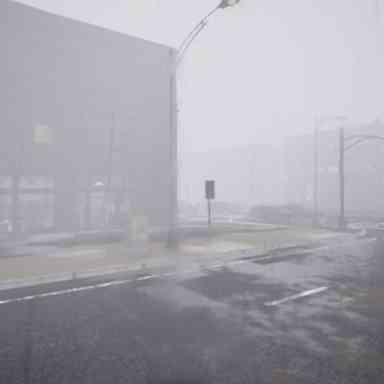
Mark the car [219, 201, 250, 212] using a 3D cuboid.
[{"bbox_3d":[5.780,1.896,45.245,1.802,1.307,4.206,-2,0,-35],"label":"car"}]

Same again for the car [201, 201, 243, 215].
[{"bbox_3d":[3.584,1.829,38.360,1.837,1.490,4.892,-1,0,-36],"label":"car"}]

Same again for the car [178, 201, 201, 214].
[{"bbox_3d":[-1.049,1.841,40.383,1.967,1.590,4.097,-2,0,-35],"label":"car"}]

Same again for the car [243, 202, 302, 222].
[{"bbox_3d":[6.900,1.809,29.007,1.947,1.339,4.313,-2,0,-35],"label":"car"}]

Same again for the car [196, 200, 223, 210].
[{"bbox_3d":[2.572,1.959,49.754,1.802,1.307,4.206,-2,0,-35],"label":"car"}]

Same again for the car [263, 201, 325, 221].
[{"bbox_3d":[9.267,1.759,30.373,2.033,1.411,5.357,-1,0,-35],"label":"car"}]

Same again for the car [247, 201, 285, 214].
[{"bbox_3d":[8.989,1.802,40.734,2.008,1.369,4.403,-2,0,-35],"label":"car"}]
